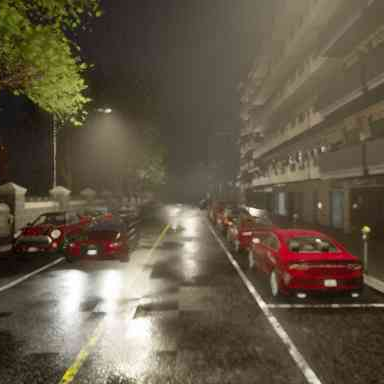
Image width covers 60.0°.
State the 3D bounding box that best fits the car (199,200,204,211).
[{"bbox_3d":[2.218,1.901,47.974,1.967,1.590,4.097,0,-1,-1],"label":"car"}]

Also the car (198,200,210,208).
[{"bbox_3d":[2.104,2.105,59.403,1.752,1.417,4.829,0,-1,-1],"label":"car"}]

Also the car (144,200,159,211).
[{"bbox_3d":[-6.160,2.003,47.718,1.752,1.417,4.829,0,-1,-1],"label":"car"}]

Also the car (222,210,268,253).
[{"bbox_3d":[2.557,1.674,14.195,1.887,1.381,4.507,0,-1,-1],"label":"car"}]

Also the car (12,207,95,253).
[{"bbox_3d":[-5.824,1.588,14.112,1.967,1.590,4.097,0,-1,-1],"label":"car"}]

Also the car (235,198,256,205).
[{"bbox_3d":[13.762,2.427,86.342,5.009,1.841,2.192,1,-1,-1],"label":"car"}]

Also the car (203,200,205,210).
[{"bbox_3d":[2.387,1.733,31.085,1.967,1.590,4.097,0,-1,-1],"label":"car"}]

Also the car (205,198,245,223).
[{"bbox_3d":[2.443,1.553,25.456,2.192,1.841,5.009,0,-1,-1],"label":"car"}]

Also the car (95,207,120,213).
[{"bbox_3d":[-5.880,1.643,19.739,1.967,1.590,4.097,0,-1,-1],"label":"car"}]

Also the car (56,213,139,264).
[{"bbox_3d":[-3.126,1.687,12.269,1.994,1.385,4.181,0,0,-1],"label":"car"}]

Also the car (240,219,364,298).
[{"bbox_3d":[2.614,1.620,8.565,1.887,1.381,4.507,0,-1,-1],"label":"car"}]

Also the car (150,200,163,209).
[{"bbox_3d":[-6.273,2.120,58.978,1.752,1.417,4.829,0,-1,-1],"label":"car"}]

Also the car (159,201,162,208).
[{"bbox_3d":[-6.217,2.088,53.518,2.008,1.369,4.403,0,-1,-1],"label":"car"}]

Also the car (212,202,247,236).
[{"bbox_3d":[2.500,1.624,19.825,1.967,1.590,4.097,0,-1,-1],"label":"car"}]

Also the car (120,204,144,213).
[{"bbox_3d":[-5.992,1.862,30.999,2.008,1.369,4.403,0,-1,-1],"label":"car"}]

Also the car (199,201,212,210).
[{"bbox_3d":[2.163,2.085,53.602,1.947,1.339,4.313,0,-1,-1],"label":"car"}]
